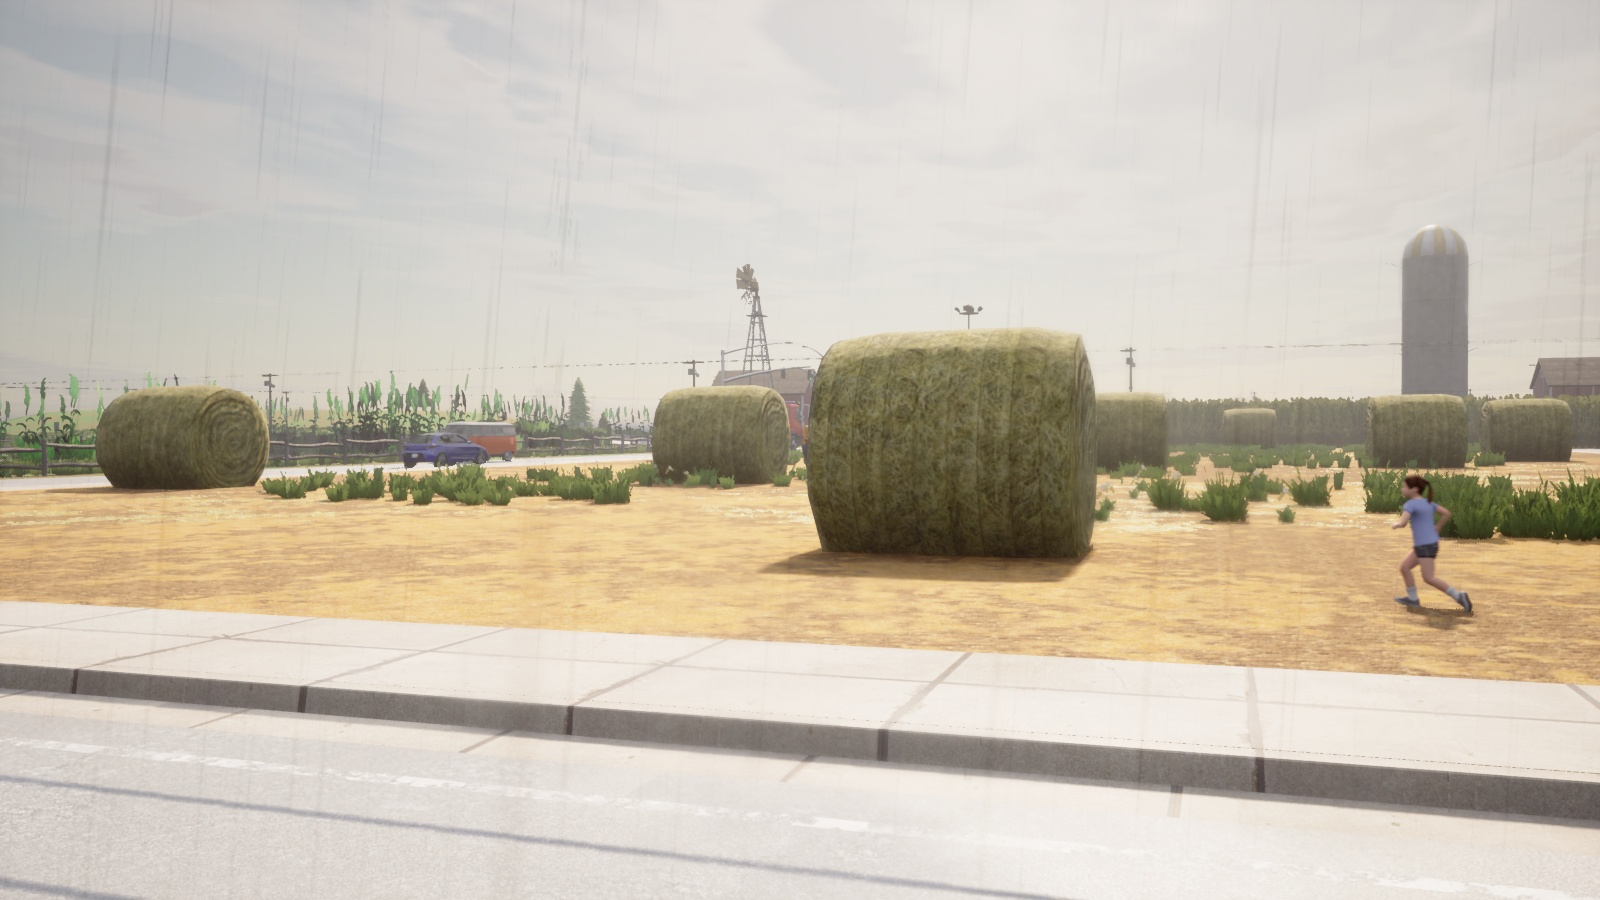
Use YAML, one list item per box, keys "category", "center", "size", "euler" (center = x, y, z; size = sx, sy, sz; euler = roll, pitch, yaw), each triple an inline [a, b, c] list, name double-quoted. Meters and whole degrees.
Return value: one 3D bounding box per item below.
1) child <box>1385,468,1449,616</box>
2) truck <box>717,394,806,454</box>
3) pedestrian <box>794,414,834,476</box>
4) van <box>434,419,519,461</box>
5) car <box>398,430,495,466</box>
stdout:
- category: "child"
  center: [4.773, 0.700, 9.711]
  size: [0.394, 1.110, 0.255]
  euler: [1, 1, 35]
- category: "truck"
  center: [-2.522, -1.747, 85.215]
  size: [2.891, 3.827, 8.468]
  euler: [1, 1, 22]
- category: "pedestrian"
  center: [0.415, -0.155, 37.852]
  size: [0.874, 1.855, 0.900]
  euler: [0, 1, -28]
- category: "van"
  center: [-15.701, -0.494, 61.186]
  size: [1.775, 1.987, 4.442]
  euler: [1, 1, 21]
- category: "car"
  center: [-14.988, -0.106, 53.411]
  size: [1.816, 1.474, 4.193]
  euler: [1, 1, 21]
